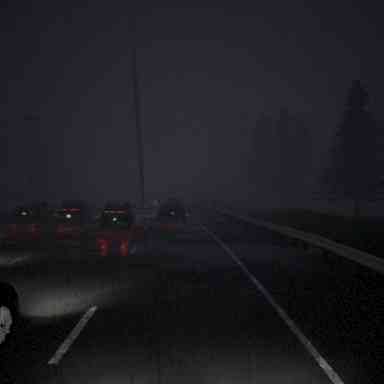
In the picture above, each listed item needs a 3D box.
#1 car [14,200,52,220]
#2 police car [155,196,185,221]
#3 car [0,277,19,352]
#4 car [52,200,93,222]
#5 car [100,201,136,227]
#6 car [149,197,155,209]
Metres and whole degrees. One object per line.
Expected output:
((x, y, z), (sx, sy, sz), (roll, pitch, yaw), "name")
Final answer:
((-12.303, 1.372, 26.050), (1.812, 1.442, 4.674), (0, 0, -8), "car")
((-1.638, 1.262, 25.424), (1.930, 1.638, 5.238), (0, 0, -7), "police car")
((-3.516, 1.488, 3.123), (1.837, 1.490, 4.892), (0, 0, -1), "car")
((-8.604, 1.355, 24.793), (1.837, 1.490, 4.892), (0, 0, -7), "car")
((-4.722, 1.357, 21.622), (2.128, 1.511, 4.902), (0, 0, -6), "car")
((-4.170, 1.266, 40.984), (1.812, 1.442, 4.674), (0, 0, -11), "car")
